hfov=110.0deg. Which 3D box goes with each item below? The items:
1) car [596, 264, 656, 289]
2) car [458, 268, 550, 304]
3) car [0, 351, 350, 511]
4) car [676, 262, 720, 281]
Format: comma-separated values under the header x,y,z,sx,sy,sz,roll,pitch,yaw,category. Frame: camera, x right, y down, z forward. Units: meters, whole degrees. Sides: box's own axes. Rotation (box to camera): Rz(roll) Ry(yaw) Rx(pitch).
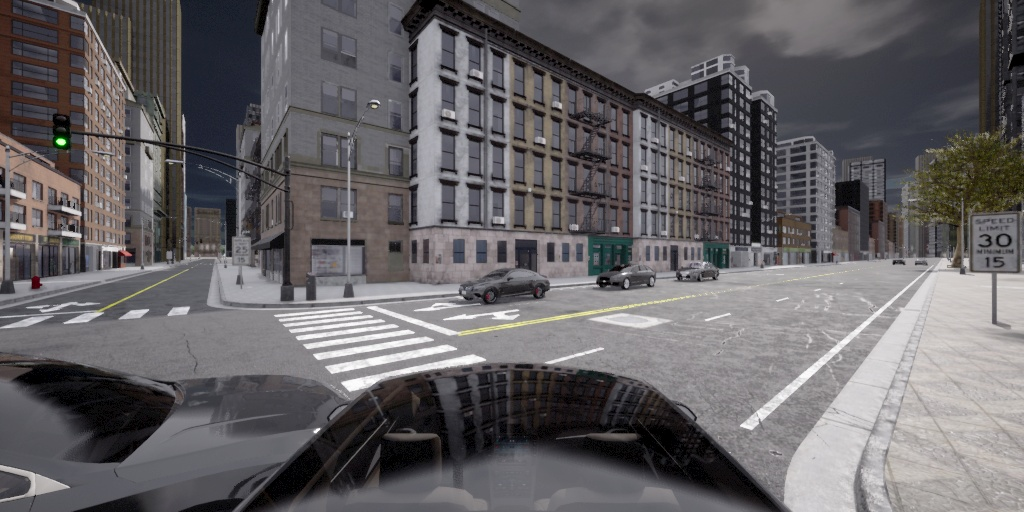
x,y,z,sx,sy,sz,roll,pitch,yaw,category
7.379,1.256,22.941,4.892,1.490,1.837,0,0,-40,car
-0.237,1.285,16.625,4.674,1.442,1.812,0,0,-40,car
-3.242,1.257,1.617,4.892,1.490,1.837,0,0,-35,car
15.311,1.233,29.507,4.902,1.511,2.128,0,0,-40,car
